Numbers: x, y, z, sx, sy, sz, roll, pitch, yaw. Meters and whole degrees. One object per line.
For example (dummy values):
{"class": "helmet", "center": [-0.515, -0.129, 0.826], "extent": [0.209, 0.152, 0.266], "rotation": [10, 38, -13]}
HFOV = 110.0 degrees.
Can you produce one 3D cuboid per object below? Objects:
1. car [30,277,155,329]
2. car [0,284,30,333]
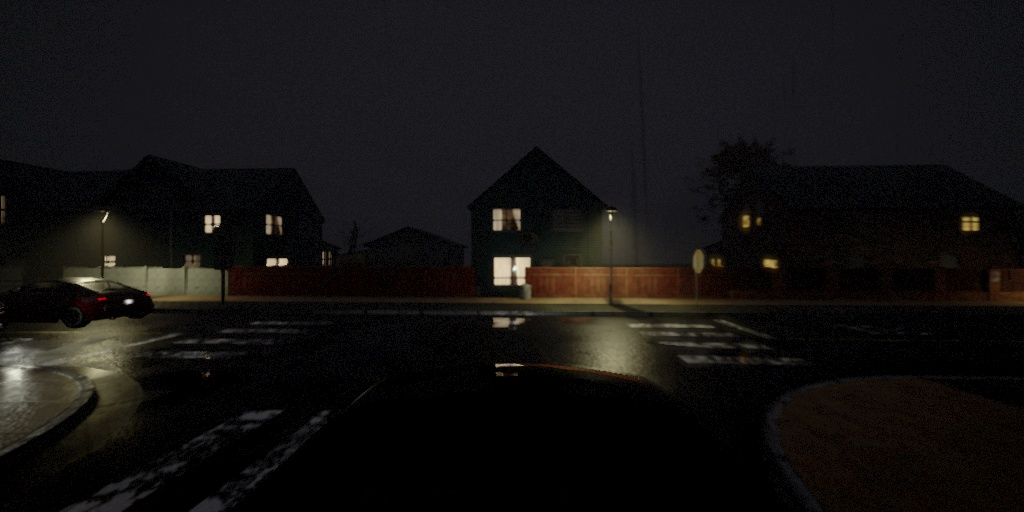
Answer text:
{"class": "car", "center": [-13.772, 1.365, 11.075], "extent": [4.181, 1.385, 1.994], "rotation": [0, 0, 2]}
{"class": "car", "center": [-14.867, 1.281, 8.254], "extent": [5.008, 1.535, 1.882], "rotation": [0, 0, 2]}
